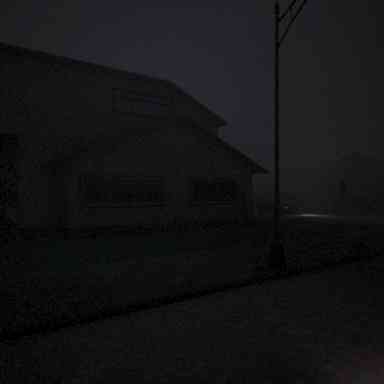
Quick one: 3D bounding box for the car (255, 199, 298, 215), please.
[{"bbox_3d":[8.764,1.504,34.814,1.837,1.490,4.892,0,0,-35],"label":"car"}]
